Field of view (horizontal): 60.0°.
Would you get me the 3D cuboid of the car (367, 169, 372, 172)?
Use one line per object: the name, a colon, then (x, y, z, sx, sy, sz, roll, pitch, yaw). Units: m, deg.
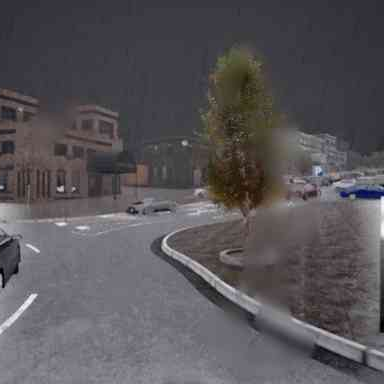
car: (41.655, -4.846, 84.170, 5.566, 2.045, 2.435, -2, 3, 23)

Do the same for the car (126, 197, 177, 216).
car: (-3.181, 1.079, 26.521, 1.994, 1.385, 4.181, 1, 3, 43)

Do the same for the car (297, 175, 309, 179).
car: (16.363, -1.721, 55.880, 5.366, 1.575, 1.946, -2, 3, 22)

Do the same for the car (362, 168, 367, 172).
car: (39.554, -4.401, 82.084, 5.366, 1.575, 1.946, -2, 3, 22)

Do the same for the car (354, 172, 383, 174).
car: (20.347, -0.765, 34.816, 5.566, 2.045, 2.435, 0, 5, 24)

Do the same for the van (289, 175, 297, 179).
van: (14.117, -1.701, 53.797, 4.442, 1.987, 1.878, -2, 4, 22)

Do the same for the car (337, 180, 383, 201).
car: (16.261, -0.042, 30.499, 5.008, 1.535, 2.097, 0, 4, 24)

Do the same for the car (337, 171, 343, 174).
car: (27.930, -3.103, 69.006, 5.008, 1.535, 2.097, -2, 4, 22)

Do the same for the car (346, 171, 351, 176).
car: (31.854, -3.519, 73.360, 4.674, 1.452, 2.002, -2, 3, 22)

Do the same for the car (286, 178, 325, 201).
car: (11.354, -0.175, 33.807, 2.097, 1.767, 4.553, 1, 5, 42)

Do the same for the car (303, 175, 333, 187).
car: (18.826, -1.332, 49.575, 1.994, 1.385, 4.181, 1, 5, 45)

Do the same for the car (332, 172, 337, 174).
car: (25.970, -2.870, 66.831, 4.892, 1.521, 2.231, -2, 4, 22)

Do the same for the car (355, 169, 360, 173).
car: (35.789, -3.993, 77.680, 5.008, 1.535, 2.097, -2, 3, 22)

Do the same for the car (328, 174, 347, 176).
car: (22.977, -1.705, 53.916, 1.895, 1.301, 4.718, 1, 5, 42)

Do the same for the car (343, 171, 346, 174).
car: (29.907, -3.458, 71.159, 4.553, 1.767, 2.185, -2, 4, 22)

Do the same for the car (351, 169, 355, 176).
car: (33.835, -3.903, 75.494, 4.553, 1.767, 2.185, -2, 4, 22)

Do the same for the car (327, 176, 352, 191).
car: (19.216, -0.772, 40.015, 1.812, 1.442, 4.674, -6, 5, -42)

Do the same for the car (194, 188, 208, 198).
car: (2.521, -0.042, 40.587, 4.674, 1.452, 2.002, -2, 3, 22)

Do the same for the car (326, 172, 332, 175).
car: (24.011, -2.639, 64.661, 4.892, 1.521, 2.231, -2, 4, 22)

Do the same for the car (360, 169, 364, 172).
car: (37.747, -4.199, 79.852, 5.008, 1.535, 2.097, -2, 3, 22)

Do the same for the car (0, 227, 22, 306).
car: (-4.973, 1.444, 7.271, 2.128, 1.511, 4.902, 0, 0, -22)

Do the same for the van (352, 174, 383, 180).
van: (18.424, -0.504, 32.601, 4.442, 1.987, 1.878, 0, 4, 24)

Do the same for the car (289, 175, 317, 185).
car: (20.124, -2.147, 60.300, 4.792, 1.488, 2.163, -2, 3, 22)
